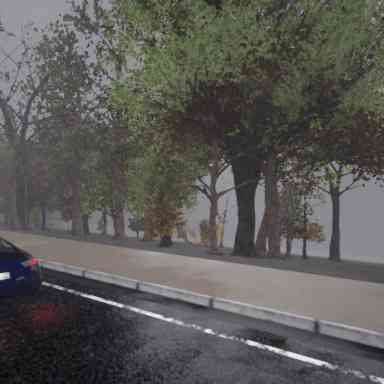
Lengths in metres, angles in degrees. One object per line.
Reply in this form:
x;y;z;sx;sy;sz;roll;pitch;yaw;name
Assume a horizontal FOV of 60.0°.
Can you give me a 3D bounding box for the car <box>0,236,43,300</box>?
-5.204;1.558;7.407;4.181;1.385;1.994;0;0;36;car
